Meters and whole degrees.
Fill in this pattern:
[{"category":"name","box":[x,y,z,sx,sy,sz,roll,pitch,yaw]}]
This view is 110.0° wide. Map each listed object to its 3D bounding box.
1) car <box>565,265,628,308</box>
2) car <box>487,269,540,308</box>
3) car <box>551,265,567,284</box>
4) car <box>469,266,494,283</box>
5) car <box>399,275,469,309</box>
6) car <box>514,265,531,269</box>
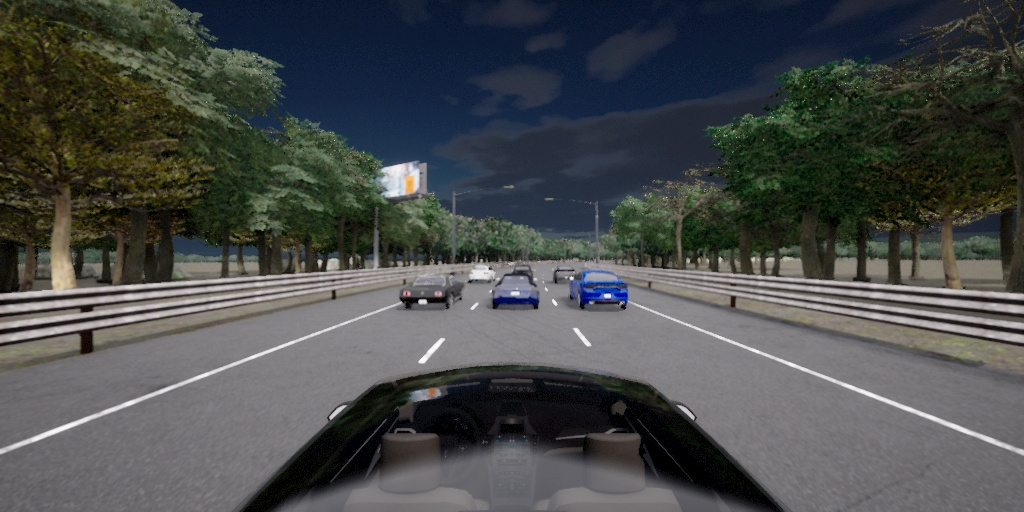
[{"category":"car","box":[3.703,1.364,16.020,1.882,1.535,5.008,0,0,2]},{"category":"car","box":[0.198,1.449,15.984,1.994,1.385,4.181,0,0,2]},{"category":"car","box":[4.427,1.519,30.500,2.128,1.511,4.902,0,0,4]},{"category":"car","box":[-2.551,1.555,31.047,1.812,1.442,4.674,0,0,4]},{"category":"car","box":[-3.312,1.484,15.865,1.895,1.301,4.718,0,-1,2]},{"category":"car","box":[0.934,1.535,30.726,1.837,1.490,4.892,0,0,4]}]
